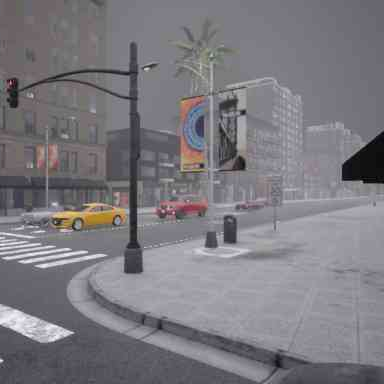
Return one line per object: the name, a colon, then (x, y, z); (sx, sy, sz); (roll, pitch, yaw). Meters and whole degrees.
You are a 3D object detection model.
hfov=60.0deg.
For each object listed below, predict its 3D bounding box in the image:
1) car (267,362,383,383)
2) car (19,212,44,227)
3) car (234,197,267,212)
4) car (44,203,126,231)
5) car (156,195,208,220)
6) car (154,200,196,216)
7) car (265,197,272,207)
car: (2.206, 1.551, 1.274); (4.403, 1.369, 2.008); (0, 0, 35)
car: (-9.254, 1.615, 23.065); (1.895, 1.301, 4.718); (0, 0, 35)
car: (6.933, 1.664, 40.354); (1.895, 1.301, 4.718); (0, 0, 35)
car: (-6.491, 1.496, 21.325); (1.882, 1.535, 5.008); (0, 0, 35)
car: (-0.766, 1.257, 29.456); (2.150, 2.045, 5.566); (0, 0, 35)
car: (-1.606, 1.563, 33.904); (1.812, 1.442, 4.674); (0, 0, 35)
car: (10.910, 1.565, 51.493); (1.882, 1.535, 5.008); (0, 0, 35)
